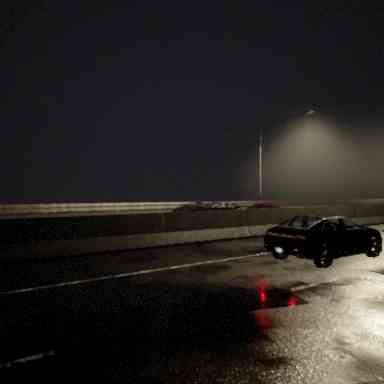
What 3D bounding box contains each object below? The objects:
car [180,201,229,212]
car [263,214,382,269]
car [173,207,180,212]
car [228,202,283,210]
[{"bbox_3d":[1.883,1.518,26.652,4.902,1.511,2.128,0,0,-34],"label":"car"},{"bbox_3d":[4.565,1.510,11.265,4.902,1.511,2.128,0,0,-35],"label":"car"},{"bbox_3d":[0.369,1.589,29.856,4.181,1.385,1.994,0,0,-34],"label":"car"},{"bbox_3d":[5.244,1.558,24.711,4.674,1.442,1.812,0,0,-35],"label":"car"}]
